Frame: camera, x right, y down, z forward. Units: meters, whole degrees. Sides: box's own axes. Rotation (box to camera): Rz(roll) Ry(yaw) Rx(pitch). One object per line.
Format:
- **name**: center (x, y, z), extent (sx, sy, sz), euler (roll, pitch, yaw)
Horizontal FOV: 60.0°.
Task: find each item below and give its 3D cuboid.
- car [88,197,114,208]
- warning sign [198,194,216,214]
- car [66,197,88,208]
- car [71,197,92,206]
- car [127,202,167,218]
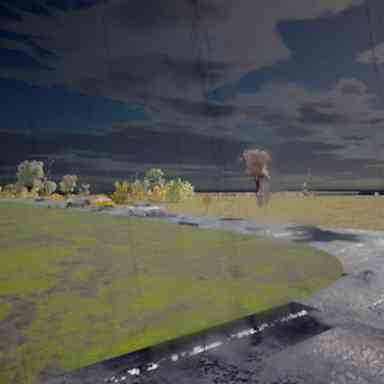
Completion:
- **car**: center (-12.886, 1.528, 47.942), extent (1.882, 1.535, 5.008), euler (0, 0, -34)
- **warning sign**: center (1.429, 1.090, 31.874), extent (1.300, 1.860, 1.060), euler (0, 0, -35)
- **car**: center (-17.142, 1.584, 49.089), extent (1.837, 1.490, 4.892), euler (0, -1, -35)
- **car**: center (-18.669, 1.564, 56.031), extent (1.882, 1.535, 5.008), euler (0, 0, -35)
- **car**: center (-4.211, 1.609, 30.669), extent (1.895, 1.301, 4.718), euler (0, 0, -35)
